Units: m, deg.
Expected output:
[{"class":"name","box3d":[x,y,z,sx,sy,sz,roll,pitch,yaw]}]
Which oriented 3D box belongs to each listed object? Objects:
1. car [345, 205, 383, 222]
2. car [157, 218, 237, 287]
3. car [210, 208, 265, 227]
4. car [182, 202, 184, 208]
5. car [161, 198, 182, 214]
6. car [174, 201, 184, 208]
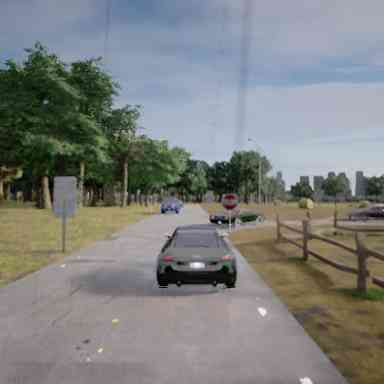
[{"class":"car","box3d":[16.231,1.926,29.563,4.892,1.490,1.837,0,-2,0]},{"class":"car","box3d":[0.113,1.675,9.641,1.994,1.385,4.181,0,-1,0]},{"class":"car","box3d":[3.488,1.842,24.792,1.895,1.301,4.718,-1,-1,43]},{"class":"car","box3d":[-2.761,2.324,55.649,2.033,1.411,5.357,0,-1,0]},{"class":"car","box3d":[-2.795,1.788,43.594,2.150,2.045,5.566,0,-1,0]},{"class":"car","box3d":[-2.672,2.556,69.478,1.812,1.442,4.674,0,-1,0]}]
